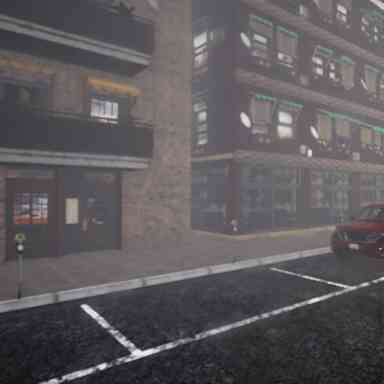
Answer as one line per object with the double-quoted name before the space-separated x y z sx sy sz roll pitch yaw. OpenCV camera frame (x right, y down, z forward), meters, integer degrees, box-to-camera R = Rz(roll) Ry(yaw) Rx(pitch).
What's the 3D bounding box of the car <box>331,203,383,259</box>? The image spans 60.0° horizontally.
"car" 6.930 1.321 11.484 5.009 1.841 2.192 0 0 -35
